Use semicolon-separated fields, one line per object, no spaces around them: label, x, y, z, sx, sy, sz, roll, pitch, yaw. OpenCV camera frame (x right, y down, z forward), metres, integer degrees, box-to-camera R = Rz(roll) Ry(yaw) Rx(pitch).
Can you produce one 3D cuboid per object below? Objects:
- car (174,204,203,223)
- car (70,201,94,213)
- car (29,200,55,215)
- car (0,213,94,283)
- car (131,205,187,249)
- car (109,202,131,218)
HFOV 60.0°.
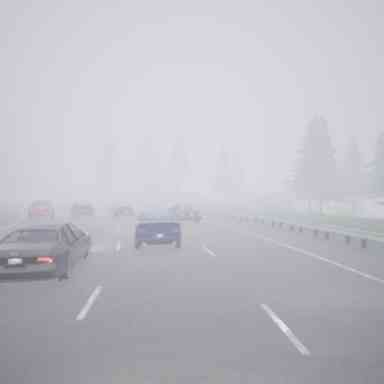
car;-0.785;1.629;25.994;2.033;1.411;5.357;0;0;-17
car;-10.822;1.622;32.566;1.882;1.535;5.008;0;0;-24
car;-13.928;1.504;30.913;2.097;1.767;4.553;0;0;-23
car;-4.273;1.596;9.890;2.033;1.411;5.357;0;0;-8
car;-1.678;1.530;15.096;1.882;1.535;5.008;0;0;-11
car;-6.796;1.651;32.069;1.812;1.442;4.674;0;0;-23
